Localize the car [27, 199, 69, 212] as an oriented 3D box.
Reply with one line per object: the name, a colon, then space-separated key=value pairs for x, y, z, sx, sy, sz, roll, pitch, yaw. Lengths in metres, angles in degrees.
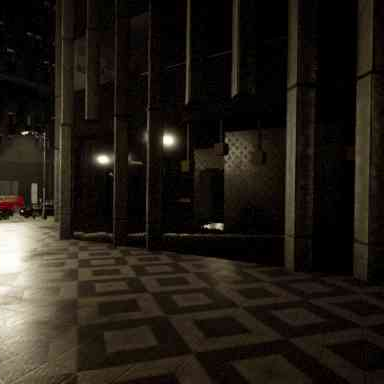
car: x=-17.566 y=1.633 z=40.752 sx=1.947 sy=1.339 sz=4.313 roll=1 pitch=0 yaw=35

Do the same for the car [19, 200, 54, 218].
car: x=-13.864 y=1.741 z=31.218 sx=1.947 sy=1.339 sz=4.313 roll=1 pitch=0 yaw=35

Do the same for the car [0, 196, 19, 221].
car: x=-17.116 y=1.462 z=26.607 sx=2.192 sy=1.841 sz=5.009 roll=1 pitch=0 yaw=35

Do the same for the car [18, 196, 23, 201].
car: x=-20.818 y=1.352 z=36.142 sx=2.192 sy=1.841 sz=5.009 roll=1 pitch=0 yaw=35
